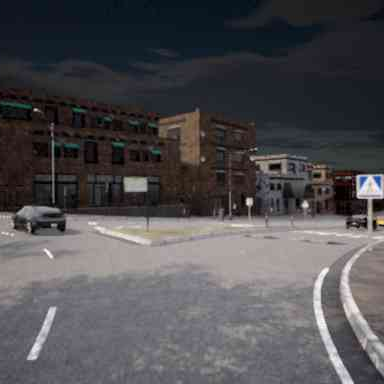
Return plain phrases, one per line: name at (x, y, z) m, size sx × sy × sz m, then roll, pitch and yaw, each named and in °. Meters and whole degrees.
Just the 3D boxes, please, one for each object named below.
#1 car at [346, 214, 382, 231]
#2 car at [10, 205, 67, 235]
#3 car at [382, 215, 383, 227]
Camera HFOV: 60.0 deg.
car at (16.698, 2.918, 32.664) m, size 1.882 × 1.535 × 5.008 m, roll 0°, pitch -4°, yaw 42°
car at (-8.886, 1.497, 19.098) m, size 1.837 × 1.490 × 4.892 m, roll 1°, pitch -1°, yaw -44°
car at (23.660, 3.583, 40.575) m, size 1.882 × 1.535 × 5.008 m, roll 0°, pitch -4°, yaw 42°
